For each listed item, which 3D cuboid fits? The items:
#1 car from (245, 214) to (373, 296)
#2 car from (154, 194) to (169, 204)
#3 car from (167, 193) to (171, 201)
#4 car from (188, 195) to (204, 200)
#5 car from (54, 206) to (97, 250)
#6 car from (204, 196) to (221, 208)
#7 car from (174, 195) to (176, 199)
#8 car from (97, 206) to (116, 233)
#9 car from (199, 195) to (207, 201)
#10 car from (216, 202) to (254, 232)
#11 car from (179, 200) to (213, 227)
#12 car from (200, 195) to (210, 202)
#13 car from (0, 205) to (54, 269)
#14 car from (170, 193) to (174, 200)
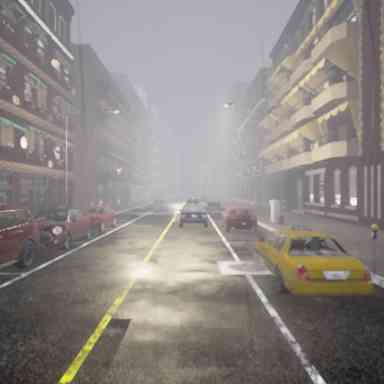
[{"bbox_3d":[2.691,1.510,8.505,1.752,1.417,4.829,0,0,0],"label":"car"},{"bbox_3d":[-5.693,1.442,59.064,2.008,1.369,4.403,0,0,0],"label":"car"},{"bbox_3d":[-5.694,1.431,64.701,2.008,1.369,4.403,0,0,0],"label":"car"},{"bbox_3d":[0.097,1.473,41.119,2.033,1.411,5.357,0,0,0],"label":"car"},{"bbox_3d":[-5.690,1.415,13.974,1.967,1.590,4.097,0,0,0],"label":"car"},{"bbox_3d":[2.689,1.474,42.152,2.008,1.369,4.403,0,0,0],"label":"car"},{"bbox_3d":[-5.694,1.151,87.246,2.192,1.841,5.009,0,0,0],"label":"car"},{"bbox_3d":[-5.690,1.510,19.612,1.887,1.381,4.507,0,0,0],"label":"car"},{"bbox_3d":[2.686,1.429,81.606,1.802,1.307,4.206,0,0,0],"label":"car"},{"bbox_3d":[2.690,1.510,19.608,1.887,1.381,4.507,0,0,0],"label":"car"},{"bbox_3d":[0.099,1.507,22.590,2.033,1.411,5.357,0,0,0],"label":"car"},{"bbox_3d":[2.687,1.435,70.333,1.947,1.339,4.313,0,0,0],"label":"car"},{"bbox_3d":[-5.689,1.300,8.338,2.192,1.841,5.009,0,0,0],"label":"car"},{"bbox_3d":[-5.694,1.403,75.973,1.887,1.381,4.507,0,0,0],"label":"car"}]
